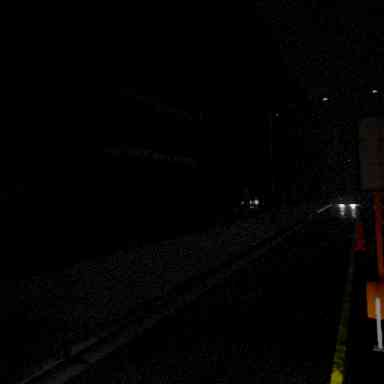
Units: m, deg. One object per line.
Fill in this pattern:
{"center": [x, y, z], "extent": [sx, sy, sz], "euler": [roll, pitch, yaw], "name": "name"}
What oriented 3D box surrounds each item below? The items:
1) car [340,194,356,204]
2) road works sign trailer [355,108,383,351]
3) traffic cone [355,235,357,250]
{"center": [23.188, 1.045, 49.640], "extent": [1.812, 1.442, 4.674], "euler": [-3, -1, 27], "name": "car"}
{"center": [4.054, 0.346, 5.407], "extent": [2.380, 3.560, 2.880], "euler": [-3, -1, 27], "name": "road works sign trailer"}
{"center": [6.149, 1.818, 12.211], "extent": [0.340, 0.580, 0.340], "euler": [-3, -1, 27], "name": "traffic cone"}
